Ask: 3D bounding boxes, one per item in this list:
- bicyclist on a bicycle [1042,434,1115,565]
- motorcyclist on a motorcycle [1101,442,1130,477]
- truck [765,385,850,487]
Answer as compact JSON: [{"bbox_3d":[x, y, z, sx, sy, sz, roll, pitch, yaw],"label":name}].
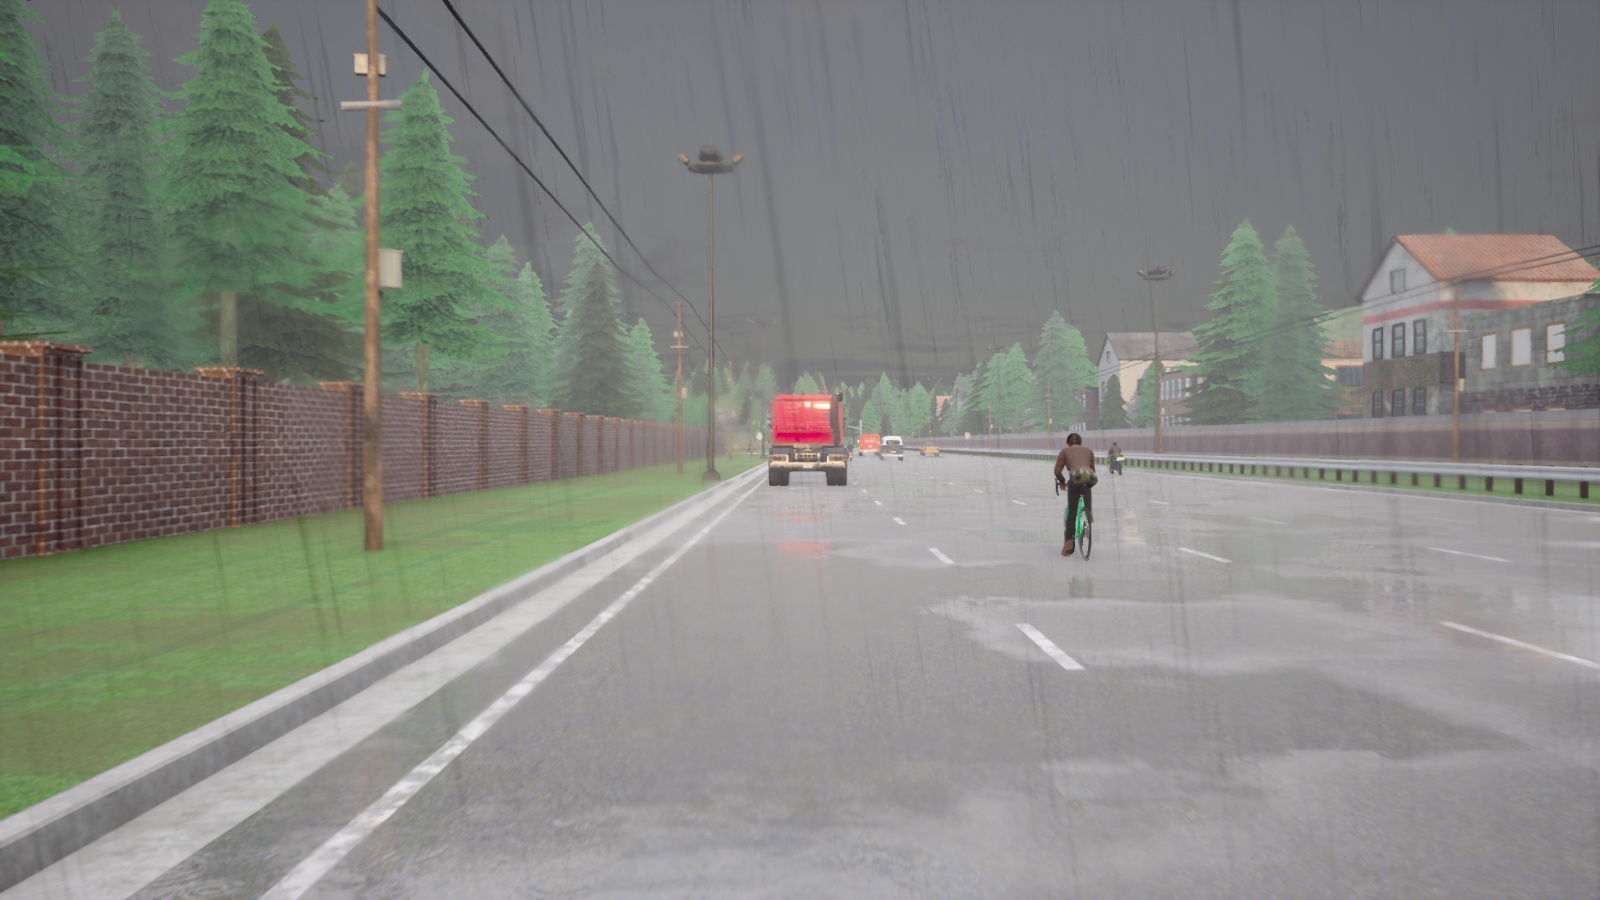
[{"bbox_3d":[3.609,0.610,16.381,0.582,1.620,1.656,0,0,0],"label":"bicyclist on a bicycle"},{"bbox_3d":[14.342,0.418,57.101,0.797,1.523,2.044,0,0,0],"label":"motorcyclist on a motorcycle"},{"bbox_3d":[0.284,-0.500,46.952,2.891,3.462,7.936,0,0,0],"label":"truck"}]
